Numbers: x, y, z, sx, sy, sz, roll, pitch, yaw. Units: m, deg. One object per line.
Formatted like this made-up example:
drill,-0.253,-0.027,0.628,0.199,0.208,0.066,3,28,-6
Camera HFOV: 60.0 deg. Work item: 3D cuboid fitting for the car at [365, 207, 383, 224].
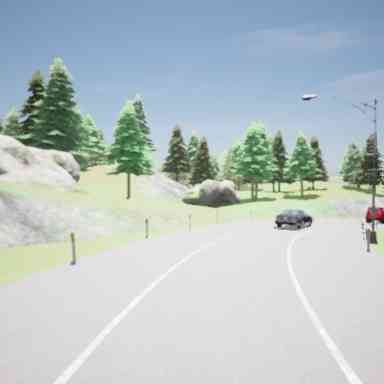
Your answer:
car,24.663,3.018,42.881,5.566,2.045,2.150,5,-1,-33

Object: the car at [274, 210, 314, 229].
car,8.244,2.118,26.610,2.033,1.411,5.357,1,-1,33
